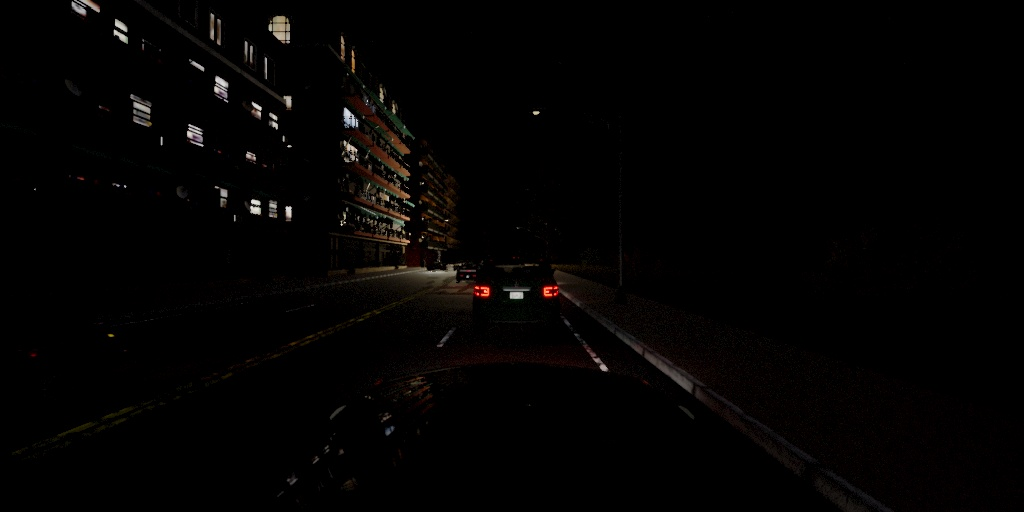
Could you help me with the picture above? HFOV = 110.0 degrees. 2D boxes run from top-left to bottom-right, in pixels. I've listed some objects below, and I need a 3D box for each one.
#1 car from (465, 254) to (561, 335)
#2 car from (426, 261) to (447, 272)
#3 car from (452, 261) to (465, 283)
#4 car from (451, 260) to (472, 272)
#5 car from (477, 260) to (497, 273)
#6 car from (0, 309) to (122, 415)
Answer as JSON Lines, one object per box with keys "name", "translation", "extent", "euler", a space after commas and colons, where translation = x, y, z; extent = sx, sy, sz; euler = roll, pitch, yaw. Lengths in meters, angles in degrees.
{"name": "car", "translation": [0.118, 0.973, 10.673], "extent": [2.150, 2.045, 5.566], "euler": [0, 0, 0]}
{"name": "car", "translation": [-9.725, 1.315, 46.523], "extent": [1.994, 1.385, 4.181], "euler": [0, 0, 0]}
{"name": "car", "translation": [-3.080, 1.243, 27.514], "extent": [2.128, 1.511, 4.902], "euler": [0, 0, 0]}
{"name": "car", "translation": [-6.477, 1.299, 46.704], "extent": [2.033, 1.411, 5.357], "euler": [0, 0, 0]}
{"name": "car", "translation": [-3.032, 1.243, 44.929], "extent": [2.128, 1.511, 4.902], "euler": [0, 0, 0]}
{"name": "car", "translation": [-6.599, 1.276, 3.283], "extent": [1.812, 1.442, 4.674], "euler": [0, 0, 0]}
